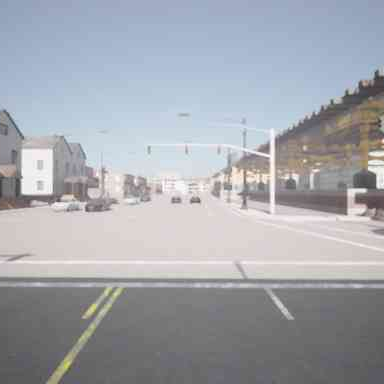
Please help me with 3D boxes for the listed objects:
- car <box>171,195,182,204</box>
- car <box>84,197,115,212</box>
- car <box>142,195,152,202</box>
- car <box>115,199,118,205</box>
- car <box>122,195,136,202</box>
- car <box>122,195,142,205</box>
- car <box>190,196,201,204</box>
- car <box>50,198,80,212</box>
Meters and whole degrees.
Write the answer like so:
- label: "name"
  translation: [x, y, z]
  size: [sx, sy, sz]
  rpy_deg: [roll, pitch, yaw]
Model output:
- label: "car"
  translation: [-2.848, 1.365, 61.370]
  size: [2.128, 1.511, 4.902]
  rpy_deg: [0, 0, 1]
- label: "car"
  translation: [-10.478, 1.428, 37.175]
  size: [1.837, 1.490, 4.892]
  rpy_deg: [0, 0, 1]
- label: "car"
  translation: [-9.664, 1.322, 69.759]
  size: [1.882, 1.535, 5.008]
  rpy_deg: [0, 0, 1]
- label: "car"
  translation: [-13.554, 1.453, 54.663]
  size: [1.994, 1.385, 4.181]
  rpy_deg: [0, 0, 2]
- label: "car"
  translation: [-13.168, 1.346, 69.610]
  size: [1.837, 1.490, 4.892]
  rpy_deg: [0, 0, 1]
- label: "car"
  translation: [-10.050, 1.413, 54.781]
  size: [1.812, 1.442, 4.674]
  rpy_deg: [0, 0, 2]
- label: "car"
  translation: [0.651, 1.437, 61.293]
  size: [1.994, 1.385, 4.181]
  rpy_deg: [0, 0, 1]
- label: "car"
  translation: [-13.984, 1.451, 36.952]
  size: [1.812, 1.442, 4.674]
  rpy_deg: [0, 0, 1]
